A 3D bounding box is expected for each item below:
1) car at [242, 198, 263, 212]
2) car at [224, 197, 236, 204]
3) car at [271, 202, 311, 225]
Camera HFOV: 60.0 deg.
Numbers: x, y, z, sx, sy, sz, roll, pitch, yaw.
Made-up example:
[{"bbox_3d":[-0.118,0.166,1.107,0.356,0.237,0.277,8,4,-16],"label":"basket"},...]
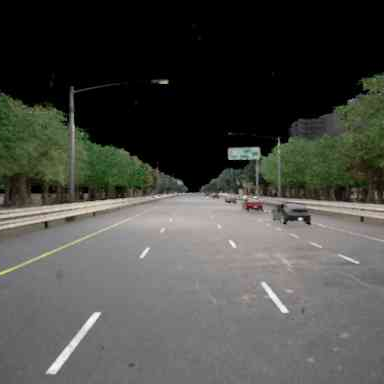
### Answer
[{"bbox_3d":[7.084,1.493,39.374,1.882,1.535,5.008,0,0,0],"label":"car"},{"bbox_3d":[7.215,1.577,63.565,1.895,1.301,4.718,0,0,0],"label":"car"},{"bbox_3d":[7.031,1.507,23.946,1.837,1.490,4.892,0,0,0],"label":"car"}]
